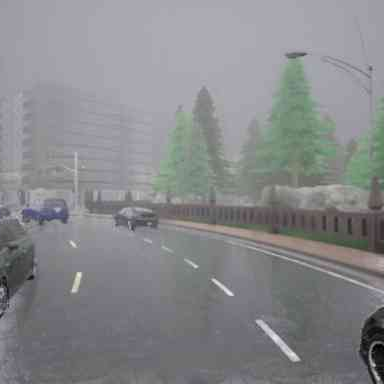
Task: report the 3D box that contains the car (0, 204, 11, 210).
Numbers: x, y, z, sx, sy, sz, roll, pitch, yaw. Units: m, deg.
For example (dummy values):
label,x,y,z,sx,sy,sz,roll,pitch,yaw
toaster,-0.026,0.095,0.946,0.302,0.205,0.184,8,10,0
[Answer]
label,x,y,z,sx,sy,sz,roll,pitch,yaw
car,-21.055,1.969,35.409,4.674,1.442,1.812,-1,-1,35

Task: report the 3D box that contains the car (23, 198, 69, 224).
label,x,y,z,sx,sy,sz,roll,pitch,yaw
car,-12.020,1.543,27.226,2.150,2.045,5.566,0,-1,-43

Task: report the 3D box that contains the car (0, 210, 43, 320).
label,x,y,z,sx,sy,sz,roll,pitch,yaw
car,-4.780,1.440,7.105,2.097,1.767,4.553,0,-1,-15

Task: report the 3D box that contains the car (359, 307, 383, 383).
label,x,y,z,sx,sy,sz,roll,pitch,yaw
car,3.204,1.585,2.525,1.994,1.385,4.181,0,-1,-4

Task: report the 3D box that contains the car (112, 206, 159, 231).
label,x,y,z,sx,sy,sz,roll,pitch,yaw
car,-3.983,1.760,22.894,1.837,1.490,4.892,1,-1,-33
